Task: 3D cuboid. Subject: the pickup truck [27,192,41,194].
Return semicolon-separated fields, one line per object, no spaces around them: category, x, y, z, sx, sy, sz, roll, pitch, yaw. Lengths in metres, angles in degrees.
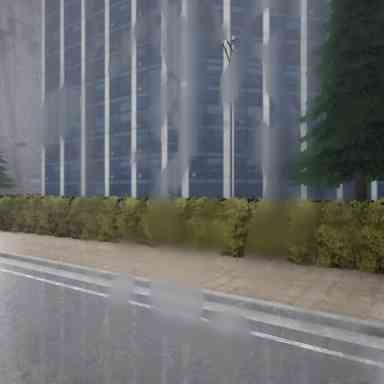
pickup truck;-33.617;1.059;72.137;6.274;2.098;2.390;0;0;-26
